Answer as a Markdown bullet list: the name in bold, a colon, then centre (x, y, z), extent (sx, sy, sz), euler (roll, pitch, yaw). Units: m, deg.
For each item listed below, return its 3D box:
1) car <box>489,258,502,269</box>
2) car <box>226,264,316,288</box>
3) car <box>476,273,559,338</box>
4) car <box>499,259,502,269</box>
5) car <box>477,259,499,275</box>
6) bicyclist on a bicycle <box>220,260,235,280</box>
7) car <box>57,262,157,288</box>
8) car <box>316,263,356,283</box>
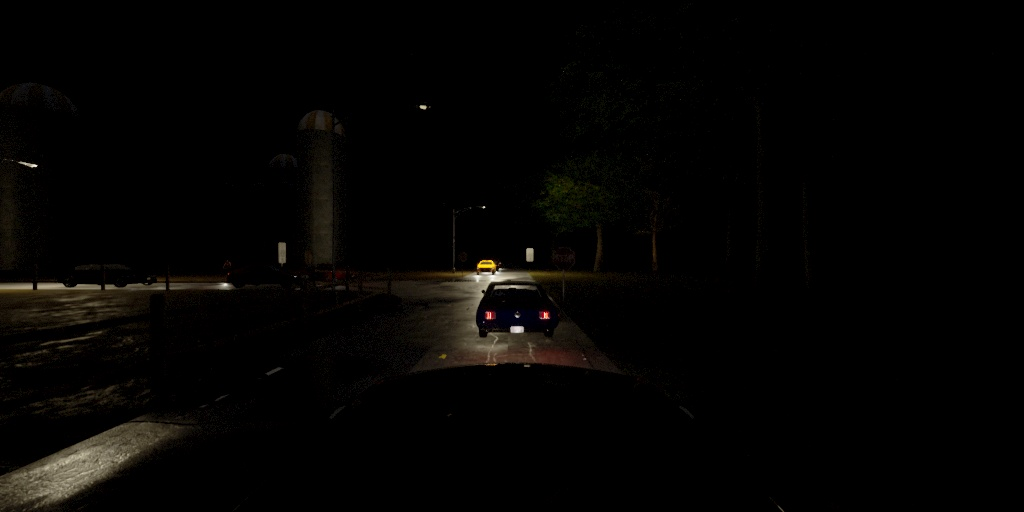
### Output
- **car**: centre (-2.783, 1.241, 61.530), extent (2.097, 1.767, 4.553), euler (0, 0, 0)
- **car**: centre (-15.495, 1.239, 22.844), extent (4.674, 1.442, 1.812), euler (0, 0, -2)
- **car**: centre (0.060, 1.350, 10.201), extent (1.895, 1.301, 4.718), euler (0, 0, -2)
- **car**: centre (-2.823, 1.312, 50.340), extent (2.128, 1.511, 4.902), euler (0, 0, 0)
- **car**: centre (-2.836, 1.256, 40.309), extent (1.882, 1.535, 5.008), euler (0, 0, 0)
- **bicyclist on a bicycle**: centre (-22.734, 1.134, 28.724), extent (0.582, 1.620, 1.656), euler (0, 0, 0)
- **car**: centre (-25.541, 1.167, 22.726), extent (5.008, 1.535, 1.882), euler (0, 0, 0)
- **car**: centre (-13.636, 1.231, 25.635), extent (4.674, 1.442, 1.812), euler (0, 0, 3)
